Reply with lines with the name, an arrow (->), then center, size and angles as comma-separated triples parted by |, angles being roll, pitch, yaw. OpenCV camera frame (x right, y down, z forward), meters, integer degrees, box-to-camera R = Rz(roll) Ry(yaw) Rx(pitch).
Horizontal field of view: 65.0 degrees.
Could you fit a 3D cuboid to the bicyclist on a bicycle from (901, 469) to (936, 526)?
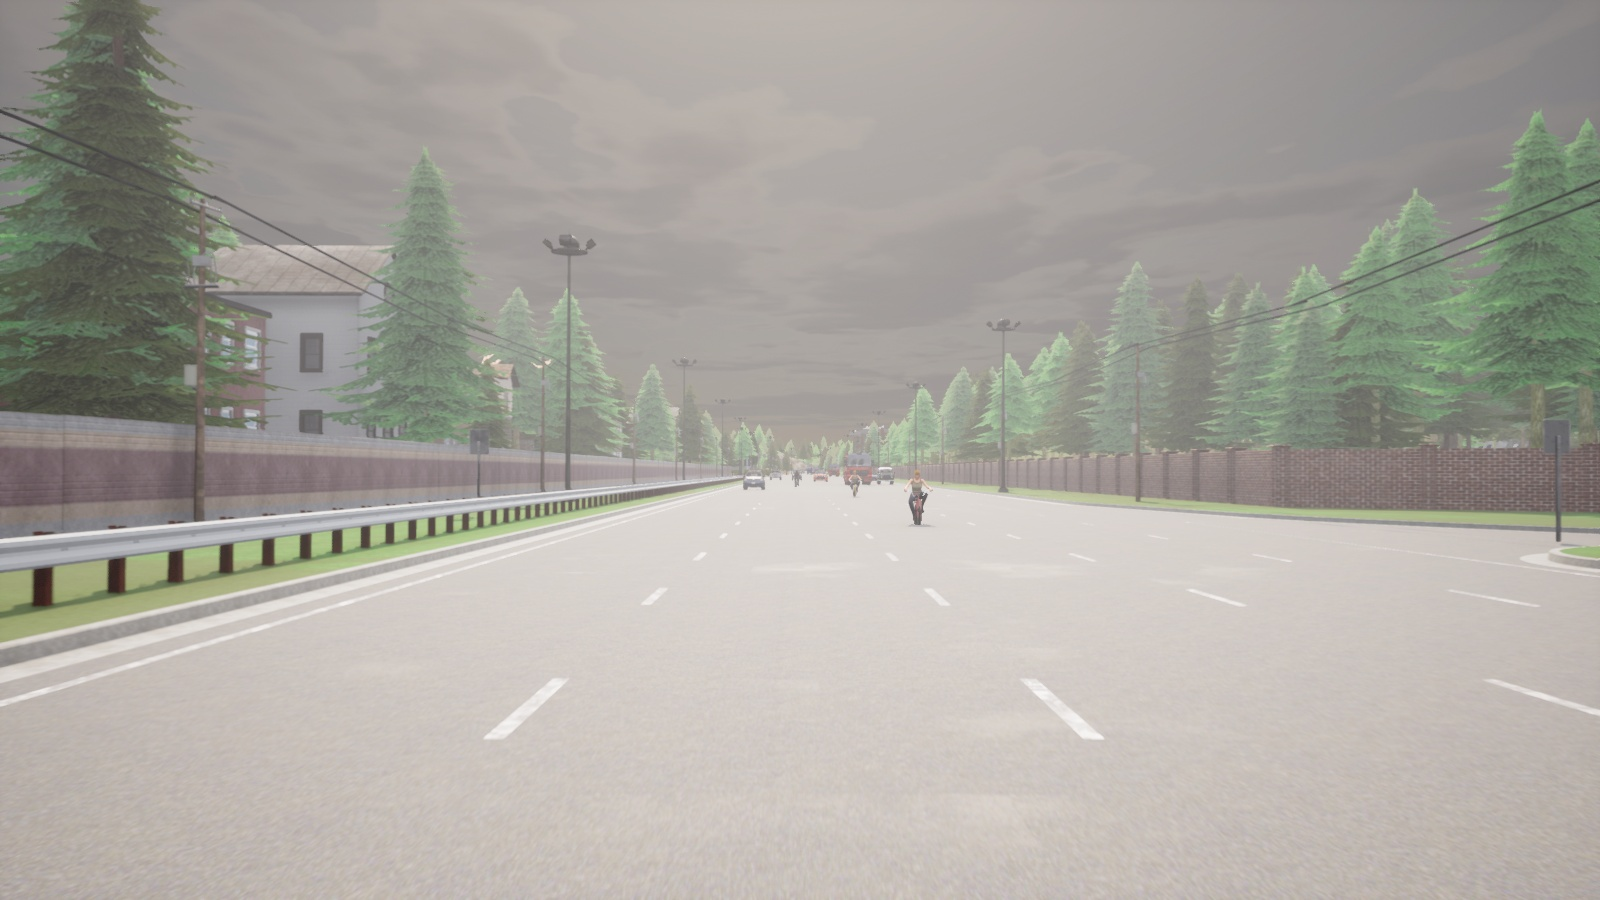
bicyclist on a bicycle -> 3.408, 1.344, 36.291 | 0.866, 1.612, 1.509 | 0, -1, 0
